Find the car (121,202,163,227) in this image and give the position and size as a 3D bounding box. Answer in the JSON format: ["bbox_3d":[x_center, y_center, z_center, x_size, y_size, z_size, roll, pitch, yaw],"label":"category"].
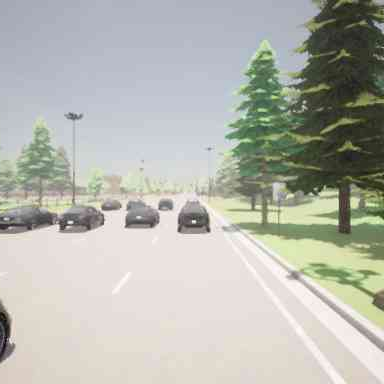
[{"bbox_3d":[-3.394,1.611,23.325,1.994,1.385,4.181,0,0,0],"label":"car"}]

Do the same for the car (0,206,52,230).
[{"bbox_3d":[-10.394,1.590,21.224,2.033,1.411,5.357,0,0,0],"label":"car"}]

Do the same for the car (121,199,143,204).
[{"bbox_3d":[-6.889,1.575,41.308,2.128,1.511,4.902,0,0,0],"label":"car"}]

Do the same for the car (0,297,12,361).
[{"bbox_3d":[-3.399,1.531,2.666,1.812,1.442,4.674,0,0,0],"label":"car"}]

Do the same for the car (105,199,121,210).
[{"bbox_3d":[-10.389,1.651,43.226,1.994,1.385,4.181,0,0,0],"label":"car"}]

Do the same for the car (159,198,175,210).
[{"bbox_3d":[-3.389,1.593,43.850,1.837,1.490,4.892,0,0,0],"label":"car"}]

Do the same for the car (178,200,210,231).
[{"bbox_3d":[0.106,1.520,20.998,1.882,1.535,5.008,0,0,0],"label":"car"}]

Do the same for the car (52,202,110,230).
[{"bbox_3d":[-6.895,1.568,21.147,1.812,1.442,4.674,0,0,0],"label":"car"}]
